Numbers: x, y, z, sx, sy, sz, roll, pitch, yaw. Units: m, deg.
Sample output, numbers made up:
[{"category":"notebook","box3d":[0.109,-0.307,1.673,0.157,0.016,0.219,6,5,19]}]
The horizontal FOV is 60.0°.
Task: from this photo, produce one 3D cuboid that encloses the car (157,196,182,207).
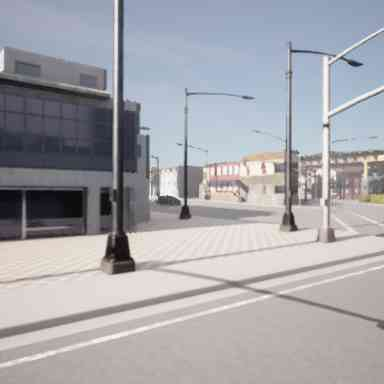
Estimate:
[{"category":"car","box3d":[-3.365,1.307,48.519,1.837,1.490,4.892,0,1,-36]}]
